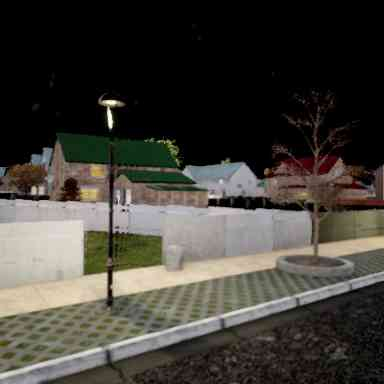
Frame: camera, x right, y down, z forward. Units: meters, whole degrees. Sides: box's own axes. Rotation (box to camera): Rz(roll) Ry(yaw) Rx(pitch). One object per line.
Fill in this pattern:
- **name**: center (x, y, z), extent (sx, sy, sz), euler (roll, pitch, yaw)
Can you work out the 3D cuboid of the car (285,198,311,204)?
- **car**: center (11.531, 1.460, 35.259), extent (2.097, 1.767, 4.553), euler (1, 0, -34)
